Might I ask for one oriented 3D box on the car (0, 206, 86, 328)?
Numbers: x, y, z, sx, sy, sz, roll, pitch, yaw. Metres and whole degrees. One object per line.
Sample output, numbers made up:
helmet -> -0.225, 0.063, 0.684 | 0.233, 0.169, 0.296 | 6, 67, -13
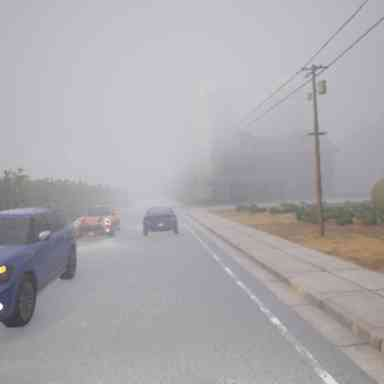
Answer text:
car -> -4.221, 1.425, 7.613 | 2.150, 2.045, 5.566 | -3, 0, -6

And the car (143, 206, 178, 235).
car -> -1.893, 1.583, 19.775 | 1.882, 1.535, 5.008 | -3, 0, -6

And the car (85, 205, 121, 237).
car -> -5.469, 1.617, 19.462 | 2.097, 1.767, 4.553 | -3, 0, -6
